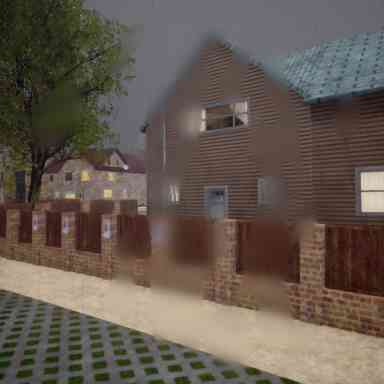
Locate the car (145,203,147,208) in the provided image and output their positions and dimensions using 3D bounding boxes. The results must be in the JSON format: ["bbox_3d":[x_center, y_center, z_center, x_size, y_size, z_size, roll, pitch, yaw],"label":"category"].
[{"bbox_3d":[-3.354,1.453,38.646,1.895,1.301,4.718,-1,0,29],"label":"car"}]

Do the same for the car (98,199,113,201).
[{"bbox_3d":[-8.247,1.419,29.941,1.837,1.490,4.892,-1,0,29],"label":"car"}]
